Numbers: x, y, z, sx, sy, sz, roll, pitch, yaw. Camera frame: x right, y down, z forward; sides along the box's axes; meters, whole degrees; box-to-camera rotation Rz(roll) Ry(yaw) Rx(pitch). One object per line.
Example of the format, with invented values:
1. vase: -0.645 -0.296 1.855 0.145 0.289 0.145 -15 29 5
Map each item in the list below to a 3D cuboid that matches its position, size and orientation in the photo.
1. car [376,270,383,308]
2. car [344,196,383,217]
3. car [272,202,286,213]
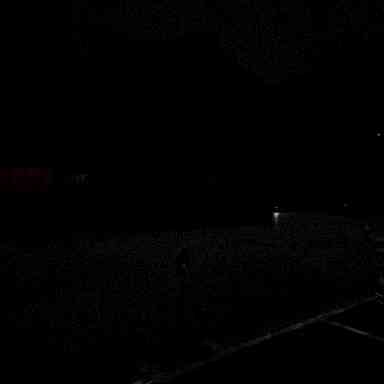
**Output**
1. car: 5.359 1.552 6.601 4.403 1.369 2.008 0 0 -35
2. car: 16.695 1.389 30.133 2.150 2.045 5.566 0 -1 -35
3. car: 9.235 1.821 40.640 1.812 1.442 4.674 0 -1 -35
